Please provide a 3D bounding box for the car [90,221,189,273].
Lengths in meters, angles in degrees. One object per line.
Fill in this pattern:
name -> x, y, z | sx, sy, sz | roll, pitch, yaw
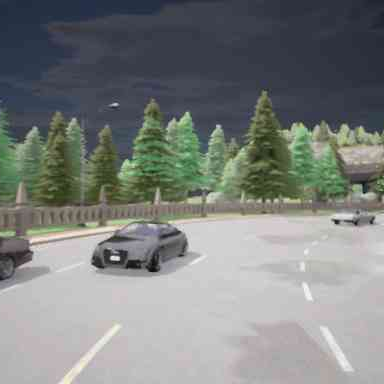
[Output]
car -> -1.574, 1.706, 11.284 | 1.994, 1.385, 4.181 | 0, -1, 18

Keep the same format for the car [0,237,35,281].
car -> -6.022, 1.615, 7.635 | 2.033, 1.411, 5.357 | 0, -1, 11

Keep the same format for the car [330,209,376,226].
car -> 13.479, 2.048, 27.642 | 4.718, 1.301, 1.895 | 1, -1, -41
